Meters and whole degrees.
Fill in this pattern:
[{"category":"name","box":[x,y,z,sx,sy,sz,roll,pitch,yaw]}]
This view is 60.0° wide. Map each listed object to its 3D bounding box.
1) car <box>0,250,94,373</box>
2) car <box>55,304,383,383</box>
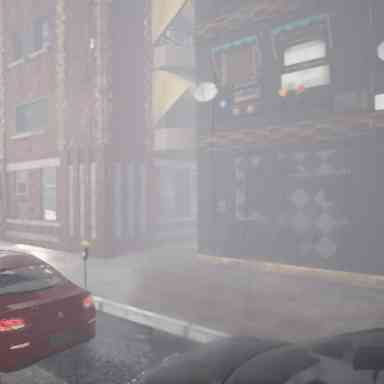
[{"category":"car","box":[-3.227,1.575,5.147,4.206,1.307,1.802,0,-1,36]},{"category":"car","box":[1.380,1.566,1.863,4.313,1.339,1.947,0,-1,36]}]
